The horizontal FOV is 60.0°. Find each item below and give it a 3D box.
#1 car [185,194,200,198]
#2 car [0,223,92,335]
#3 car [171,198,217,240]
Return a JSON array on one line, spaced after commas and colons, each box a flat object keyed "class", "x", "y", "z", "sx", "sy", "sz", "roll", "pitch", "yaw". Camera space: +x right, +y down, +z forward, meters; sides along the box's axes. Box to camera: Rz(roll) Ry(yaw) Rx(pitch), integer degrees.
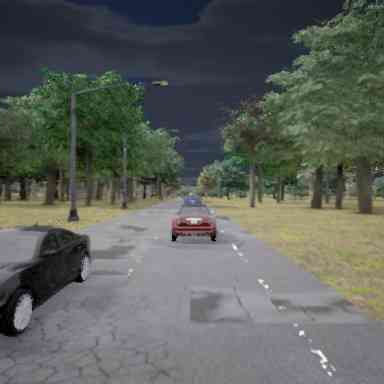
[{"class": "car", "x": 0.083, "y": 1.288, "z": 39.788, "sx": 2.150, "sy": 2.045, "sz": 5.566, "roll": 0, "pitch": 0, "yaw": 0}, {"class": "car", "x": -3.603, "y": 1.482, "z": 6.905, "sx": 1.882, "sy": 1.535, "sz": 5.008, "roll": 0, "pitch": 0, "yaw": 0}, {"class": "car", "x": 0.092, "y": 1.366, "z": 17.070, "sx": 2.097, "sy": 1.767, "sz": 4.553, "roll": 0, "pitch": 0, "yaw": 0}]
